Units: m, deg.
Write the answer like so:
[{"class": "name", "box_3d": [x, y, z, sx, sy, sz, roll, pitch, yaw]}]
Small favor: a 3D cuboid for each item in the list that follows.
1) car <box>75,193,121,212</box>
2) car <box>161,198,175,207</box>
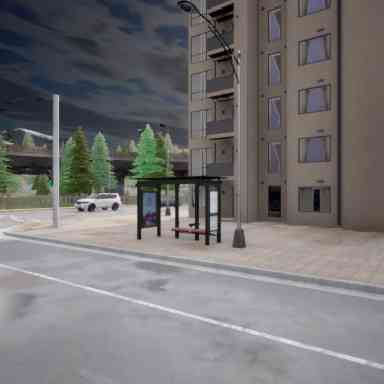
[{"class": "car", "box_3d": [-10.742, 1.166, 38.486, 2.150, 2.045, 5.566, 0, 0, 37]}, {"class": "car", "box_3d": [-3.885, 1.492, 46.830, 2.033, 1.411, 5.357, 0, 0, 45]}]
